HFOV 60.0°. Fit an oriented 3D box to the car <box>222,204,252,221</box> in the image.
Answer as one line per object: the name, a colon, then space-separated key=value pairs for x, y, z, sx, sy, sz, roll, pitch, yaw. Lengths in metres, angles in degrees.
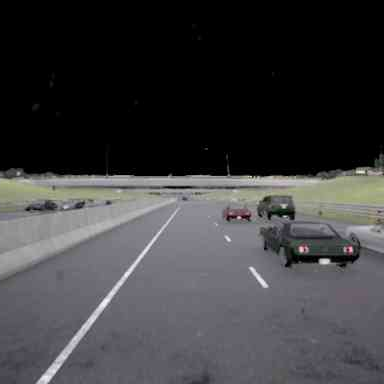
car: x=3.521 y=1.638 z=27.117 sx=1.895 sy=1.301 sz=4.718 roll=0 pitch=0 yaw=0

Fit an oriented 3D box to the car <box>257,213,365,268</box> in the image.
car: x=3.584 y=1.589 z=11.193 sx=1.895 sy=1.301 sz=4.718 roll=0 pitch=0 yaw=0

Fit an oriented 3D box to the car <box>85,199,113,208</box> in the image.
car: x=-10.752 y=1.593 z=39.575 sx=1.882 sy=1.535 sz=5.008 roll=0 pitch=0 yaw=0

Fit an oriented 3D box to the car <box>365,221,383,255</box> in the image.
car: x=7.084 y=1.589 z=11.227 sx=1.895 sy=1.301 sz=4.718 roll=0 pitch=0 yaw=0

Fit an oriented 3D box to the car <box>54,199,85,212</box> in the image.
car: x=-14.254 y=1.610 z=40.003 sx=2.128 sy=1.511 sz=4.902 roll=0 pitch=0 yaw=0

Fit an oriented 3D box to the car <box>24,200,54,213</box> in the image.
car: x=-17.749 y=1.663 z=39.429 sx=2.033 sy=1.411 sz=5.357 roll=0 pitch=0 yaw=0

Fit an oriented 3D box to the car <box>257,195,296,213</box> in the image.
car: x=7.015 y=1.264 z=28.088 sx=2.150 sy=2.045 sz=5.566 roll=0 pitch=0 yaw=0
